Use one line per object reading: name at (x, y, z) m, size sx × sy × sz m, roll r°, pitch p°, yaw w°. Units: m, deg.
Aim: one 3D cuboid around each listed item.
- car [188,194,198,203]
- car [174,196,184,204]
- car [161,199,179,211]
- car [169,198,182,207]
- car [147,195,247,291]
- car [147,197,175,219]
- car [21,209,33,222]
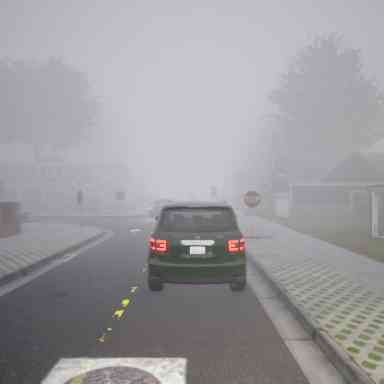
car at (0.202, 1.429, 78.620) m, size 2.150 × 2.045 × 5.566 m, roll 0°, pitch 0°, yaw 0°
car at (-2.600, 1.631, 67.555) m, size 1.882 × 1.535 × 5.008 m, roll 0°, pitch 0°, yaw 1°
car at (-2.732, 1.642, 42.542) m, size 1.994 × 1.385 × 4.181 m, roll 0°, pitch 0°, yaw 0°
car at (-2.694, 1.709, 54.504) m, size 1.895 × 1.301 × 4.718 m, roll 0°, pitch 0°, yaw 0°
car at (0.121, 1.229, 9.143) m, size 2.150 × 2.045 × 5.566 m, roll 0°, pitch 0°, yaw 0°
car at (-2.767, 1.403, 30.827) m, size 2.097 × 1.767 × 4.553 m, roll 0°, pitch 0°, yaw 0°
car at (-13.584, 1.405, 23.165) m, size 4.674 × 1.442 × 1.812 m, roll 1°, pitch 0°, yaw 0°
